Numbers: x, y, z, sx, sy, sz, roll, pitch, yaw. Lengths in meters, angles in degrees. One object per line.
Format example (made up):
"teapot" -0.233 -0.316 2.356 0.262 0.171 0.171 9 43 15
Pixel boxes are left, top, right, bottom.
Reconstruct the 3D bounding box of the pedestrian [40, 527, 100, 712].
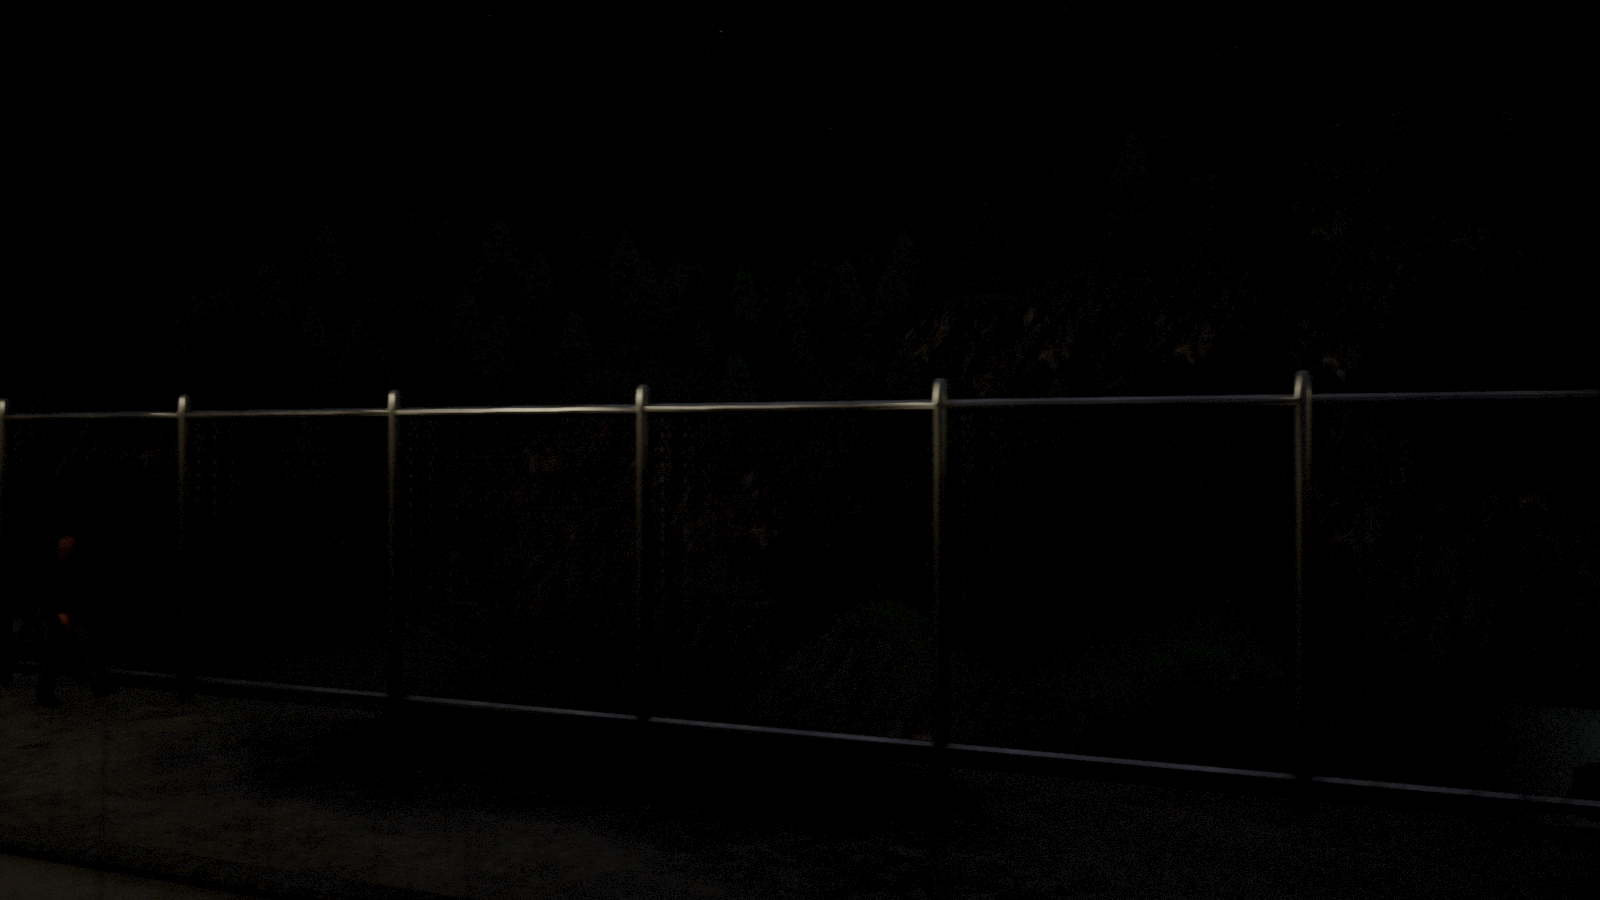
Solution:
"pedestrian" -7.581 1.742 11.871 0.375 1.860 0.375 0 0 16
